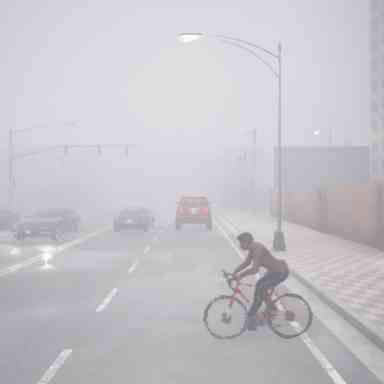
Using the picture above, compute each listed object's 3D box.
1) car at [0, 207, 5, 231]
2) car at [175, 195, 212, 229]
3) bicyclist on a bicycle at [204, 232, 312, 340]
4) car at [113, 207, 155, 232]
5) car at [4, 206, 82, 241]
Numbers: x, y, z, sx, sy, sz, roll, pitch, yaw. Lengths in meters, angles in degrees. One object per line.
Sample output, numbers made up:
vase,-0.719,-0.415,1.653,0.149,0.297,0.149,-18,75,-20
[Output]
car,-10.555,1.488,16.873,2.128,1.511,4.902,0,0,0
car,0.096,1.218,21.445,2.150,2.045,5.566,0,0,0
bicyclist on a bicycle,0.986,1.431,5.039,1.656,1.620,0.582,-2,0,0
car,-3.404,1.559,20.100,1.994,1.385,4.181,0,0,0
car,-7.056,1.503,16.785,1.837,1.490,4.892,0,0,0
